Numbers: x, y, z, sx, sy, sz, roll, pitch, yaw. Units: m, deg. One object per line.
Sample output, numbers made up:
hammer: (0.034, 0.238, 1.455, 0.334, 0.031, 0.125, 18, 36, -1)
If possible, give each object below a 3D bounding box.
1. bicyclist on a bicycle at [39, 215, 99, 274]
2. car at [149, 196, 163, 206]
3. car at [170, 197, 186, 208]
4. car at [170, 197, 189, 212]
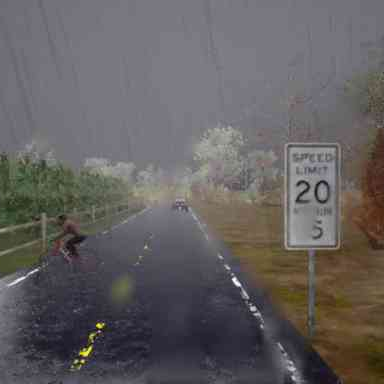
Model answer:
bicyclist on a bicycle: (-3.378, 1.451, 9.143, 1.656, 1.620, 0.582, 0, 0, -2)
car: (-5.888, 1.427, 53.632, 1.882, 1.535, 5.008, 0, 0, -13)
car: (-2.141, 1.511, 49.006, 2.033, 1.411, 5.357, 0, 0, -7)
car: (-1.404, 1.487, 38.925, 1.837, 1.490, 4.892, 0, 0, -3)
